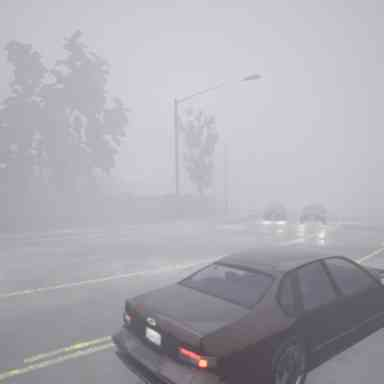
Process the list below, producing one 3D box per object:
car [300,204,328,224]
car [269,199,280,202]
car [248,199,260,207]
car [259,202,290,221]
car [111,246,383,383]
[{"bbox_3d":[9.972,1.737,26.989,1.812,1.442,4.674,-1,-1,26],"label":"car"},{"bbox_3d":[16.754,2.274,67.793,2.128,1.511,4.902,-1,-1,3],"label":"car"},{"bbox_3d":[13.469,2.213,71.968,2.097,1.767,4.553,-1,-1,3],"label":"car"},{"bbox_3d":[7.786,1.855,30.526,1.994,1.385,4.181,-1,-1,23],"label":"car"},{"bbox_3d":[1.540,1.575,5.102,5.357,1.411,2.033,0,-1,-39],"label":"car"}]
